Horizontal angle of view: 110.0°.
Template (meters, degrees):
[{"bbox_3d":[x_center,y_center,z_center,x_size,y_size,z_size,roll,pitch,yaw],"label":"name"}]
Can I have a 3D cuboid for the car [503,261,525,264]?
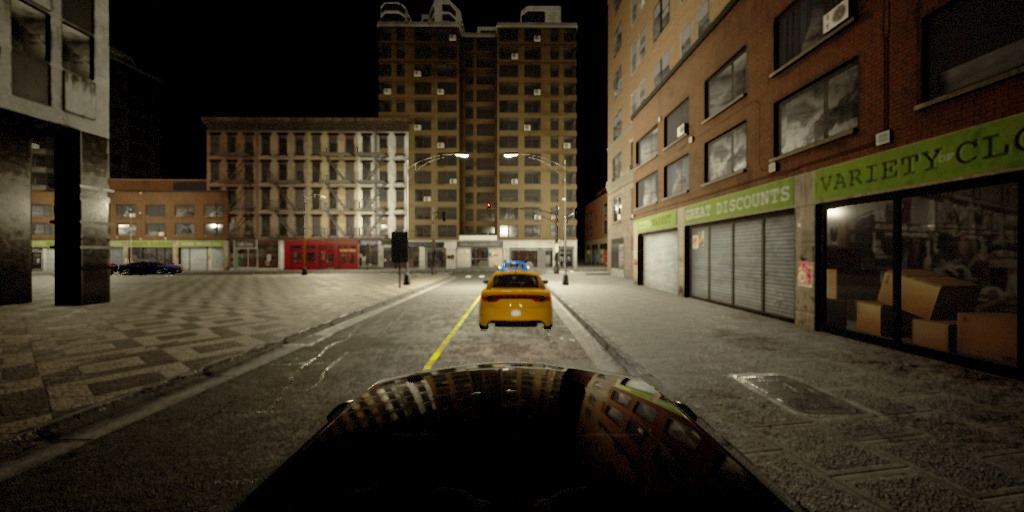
[{"bbox_3d":[0.129,1.068,22.749,1.882,1.535,5.008,0,0,0],"label":"car"}]

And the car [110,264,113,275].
[{"bbox_3d":[-44.998,1.278,38.034,4.902,1.511,2.128,0,0,0],"label":"car"}]

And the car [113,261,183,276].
[{"bbox_3d":[-35.166,1.219,35.001,5.008,1.535,1.882,0,0,-1],"label":"car"}]

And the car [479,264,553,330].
[{"bbox_3d":[0.109,1.161,10.823,1.882,1.535,5.008,0,0,0],"label":"car"}]
